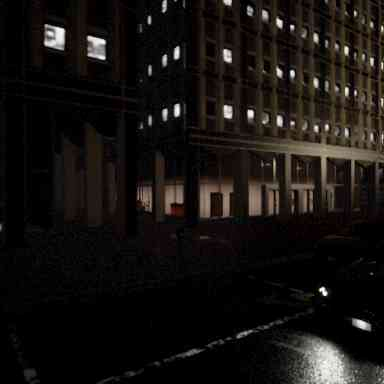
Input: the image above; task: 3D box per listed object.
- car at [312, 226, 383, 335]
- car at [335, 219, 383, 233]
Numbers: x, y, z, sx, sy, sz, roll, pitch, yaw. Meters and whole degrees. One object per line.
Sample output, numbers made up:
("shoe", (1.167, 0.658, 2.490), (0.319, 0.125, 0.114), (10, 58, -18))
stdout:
("car", (4.618, 1.513, 6.341), (5.357, 1.411, 2.033), (0, 0, -35))
("car", (5.478, 1.498, 9.976), (4.507, 1.381, 1.887), (0, 0, -35))
